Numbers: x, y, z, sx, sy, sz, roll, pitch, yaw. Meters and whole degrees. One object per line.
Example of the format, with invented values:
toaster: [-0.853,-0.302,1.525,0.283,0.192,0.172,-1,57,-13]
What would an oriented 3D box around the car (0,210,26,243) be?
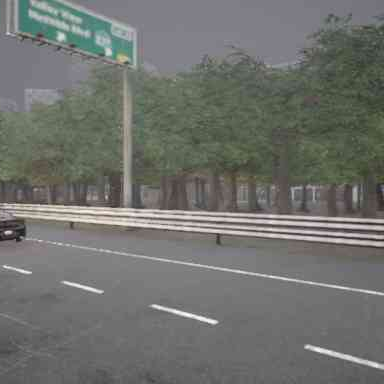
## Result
car: [-9.422,1.496,14.893,5.008,1.535,1.882,0,0,36]
